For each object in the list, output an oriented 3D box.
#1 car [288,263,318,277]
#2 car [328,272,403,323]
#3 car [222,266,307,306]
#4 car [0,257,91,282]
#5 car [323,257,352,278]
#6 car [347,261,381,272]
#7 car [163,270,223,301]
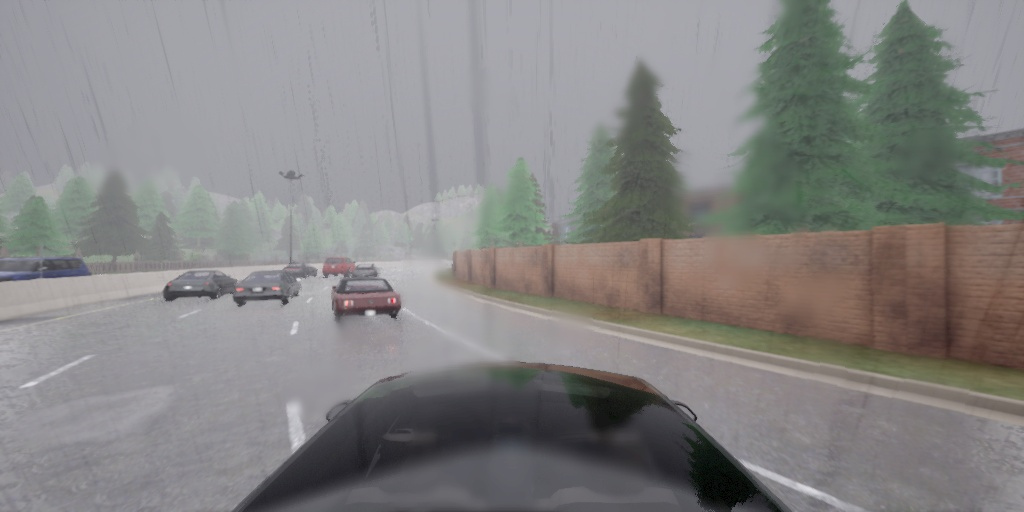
[{"bbox_3d":[-20.510,1.402,34.889,2.128,1.511,4.902,0,0,-12],"label":"car"},{"bbox_3d":[-5.229,1.402,12.561,1.895,1.301,4.718,0,0,-28],"label":"car"},{"bbox_3d":[-10.945,1.370,16.332,2.033,1.411,5.357,0,0,-24],"label":"car"},{"bbox_3d":[-22.659,1.056,16.675,2.150,2.045,5.566,0,0,-21],"label":"car"},{"bbox_3d":[-17.255,1.134,36.212,2.150,2.045,5.566,0,0,-11],"label":"car"},{"bbox_3d":[-12.377,1.376,30.698,2.128,1.511,4.902,0,0,-16],"label":"car"},{"bbox_3d":[-15.396,1.398,18.013,1.994,1.385,4.181,0,0,-23],"label":"car"}]
